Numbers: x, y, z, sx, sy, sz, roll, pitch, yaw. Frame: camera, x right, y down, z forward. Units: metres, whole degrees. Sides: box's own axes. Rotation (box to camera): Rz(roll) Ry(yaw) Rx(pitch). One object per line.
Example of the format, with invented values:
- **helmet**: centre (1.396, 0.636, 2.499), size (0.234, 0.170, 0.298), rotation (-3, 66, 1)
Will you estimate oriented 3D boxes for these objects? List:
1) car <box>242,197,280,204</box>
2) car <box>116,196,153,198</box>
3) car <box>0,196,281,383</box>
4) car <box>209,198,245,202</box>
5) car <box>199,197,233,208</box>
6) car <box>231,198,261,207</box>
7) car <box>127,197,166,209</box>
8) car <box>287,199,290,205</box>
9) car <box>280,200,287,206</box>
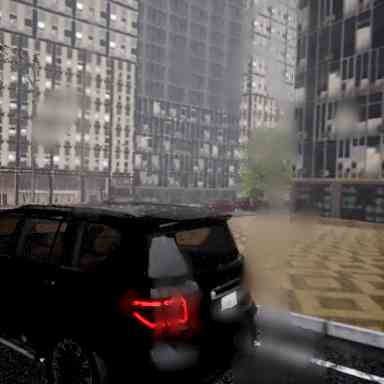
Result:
- **car**: centre (8.131, 1.558, 41.646), size (5.009, 1.841, 2.192), rotation (1, 2, -34)
- **car**: centre (-5.898, 1.345, 32.035), size (5.009, 1.841, 2.192), rotation (1, 2, -34)
- **car**: centre (-1.802, 1.167, 4.968), size (5.566, 2.045, 2.150), rotation (1, 1, 36)
- **car**: centre (3.447, 1.717, 38.448), size (4.507, 1.381, 1.887), rotation (1, 2, -34)
- **car**: centre (3.537, 1.464, 48.054), size (4.829, 1.417, 1.752), rotation (1, 2, -34)
- **car**: centre (8.353, 1.578, 51.355), size (4.313, 1.339, 1.947), rotation (1, 2, -34)
- **car**: centre (-5.677, 1.349, 41.743), size (4.403, 1.369, 2.008), rotation (1, 2, -34)
- **car**: centre (17.706, 1.722, 57.762), size (4.313, 1.339, 1.947), rotation (1, 2, -34)
- **car**: centre (13.028, 1.666, 54.559), size (4.206, 1.307, 1.802), rotation (1, 2, -34)
